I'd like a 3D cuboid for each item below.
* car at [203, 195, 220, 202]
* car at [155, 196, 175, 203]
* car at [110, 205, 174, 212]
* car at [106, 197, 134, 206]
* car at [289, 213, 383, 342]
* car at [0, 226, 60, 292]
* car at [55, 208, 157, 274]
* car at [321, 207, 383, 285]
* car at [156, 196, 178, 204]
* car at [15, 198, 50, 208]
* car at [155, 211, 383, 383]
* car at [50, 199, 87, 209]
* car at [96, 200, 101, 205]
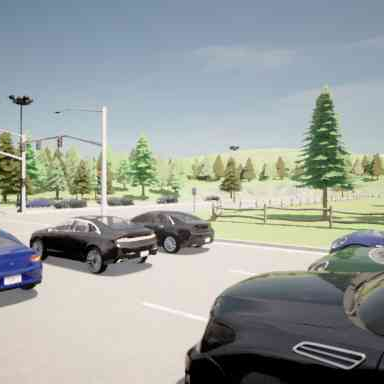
[{"bbox_3d":[4.198,1.423,72.427,2.128,1.511,4.902,0,0,36],"label":"car"},{"bbox_3d":[-5.710,1.539,70.550,1.994,1.385,4.181,0,0,35],"label":"car"},{"bbox_3d":[-1.401,1.502,13.567,4.892,1.490,1.837,0,0,36],"label":"car"},{"bbox_3d":[-10.861,1.552,51.045,1.994,1.385,4.181,0,0,34],"label":"car"},{"bbox_3d":[4.158,1.352,5.325,4.553,1.767,2.097,0,0,35],"label":"car"},{"bbox_3d":[-5.317,1.523,7.765,4.674,1.442,1.812,0,0,36],"label":"car"},{"bbox_3d":[-3.276,1.489,10.606,4.902,1.511,2.128,0,0,36],"label":"car"},{"bbox_3d":[5.906,1.352,8.378,4.553,1.767,2.097,0,0,35],"label":"car"},{"bbox_3d":[-4.518,1.478,60.134,2.128,1.511,4.902,0,0,35],"label":"car"},{"bbox_3d":[-22.049,1.534,47.199,2.033,1.411,5.357,0,0,35],"label":"car"},{"bbox_3d":[2.589,1.222,2.146,5.566,2.045,2.150,0,0,36],"label":"car"},{"bbox_3d":[-15.913,1.553,43.762,1.994,1.385,4.181,0,0,35],"label":"car"},{"bbox_3d":[-14.223,1.534,58.449,2.033,1.411,5.357,0,0,35],"label":"car"}]
